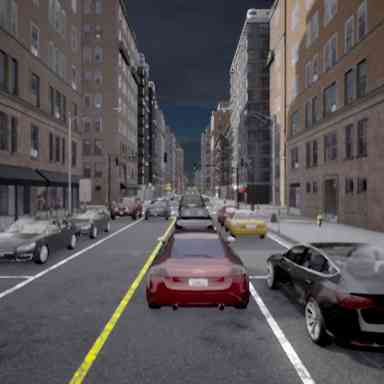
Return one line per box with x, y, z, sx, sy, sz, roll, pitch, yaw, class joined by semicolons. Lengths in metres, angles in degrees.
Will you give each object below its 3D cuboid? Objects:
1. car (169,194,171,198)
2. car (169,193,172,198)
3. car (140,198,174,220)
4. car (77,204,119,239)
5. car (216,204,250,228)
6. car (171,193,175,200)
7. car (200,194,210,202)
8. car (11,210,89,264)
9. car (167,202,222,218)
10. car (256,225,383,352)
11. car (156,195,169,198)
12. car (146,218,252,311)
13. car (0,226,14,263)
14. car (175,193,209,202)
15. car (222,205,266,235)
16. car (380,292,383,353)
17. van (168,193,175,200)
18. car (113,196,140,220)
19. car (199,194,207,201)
-5.358;1.457;59.745;1.887;1.381;4.507;0;0;0;car
-5.355;1.428;65.028;1.752;1.417;4.829;0;0;0;car
-2.745;1.472;27.355;1.837;1.490;4.892;0;0;0;car
-5.380;1.530;17.002;2.008;1.369;4.403;0;0;0;car
2.648;1.553;22.401;1.802;1.307;4.206;0;0;0;car
-5.347;1.437;81.560;1.947;1.339;4.313;0;0;0;car
2.673;1.333;70.641;1.967;1.590;4.097;0;0;0;car
-5.383;1.538;11.589;2.008;1.369;4.403;0;0;0;car
0.106;1.471;16.778;2.128;1.511;4.902;0;0;0;car
2.640;1.560;6.162;1.947;1.339;4.313;0;0;0;car
-5.361;1.472;54.290;2.008;1.369;4.403;0;0;0;car
0.105;1.556;7.849;1.994;1.385;4.181;0;0;0;car
-5.386;1.576;6.176;1.802;1.307;4.206;0;0;0;car
0.014;1.186;26.829;2.150;2.045;5.566;0;0;0;car
2.645;1.504;17.158;1.752;1.417;4.829;0;0;0;car
2.637;1.565;0.750;1.947;1.339;4.313;0;0;0;car
-5.344;1.201;87.014;1.690;1.788;3.998;0;0;0;van
-5.374;1.278;27.826;2.192;1.841;5.009;0;0;0;car
2.678;1.311;81.550;1.967;1.590;4.097;0;0;0;car
